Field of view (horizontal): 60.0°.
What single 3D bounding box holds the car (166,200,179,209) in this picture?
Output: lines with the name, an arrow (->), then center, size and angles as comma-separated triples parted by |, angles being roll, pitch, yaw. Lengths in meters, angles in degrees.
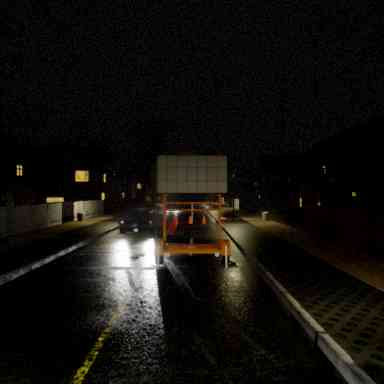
car -> -2.706, 1.719, 44.382 | 1.994, 1.385, 4.181 | 0, 0, 0

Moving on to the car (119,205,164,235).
car -> -2.831, 1.628, 19.066 | 1.895, 1.301, 4.718 | 0, 0, 0

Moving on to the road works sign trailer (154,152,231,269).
road works sign trailer -> 0.011, 0.473, 11.114 | 2.380, 3.560, 2.880 | 0, 0, 0
